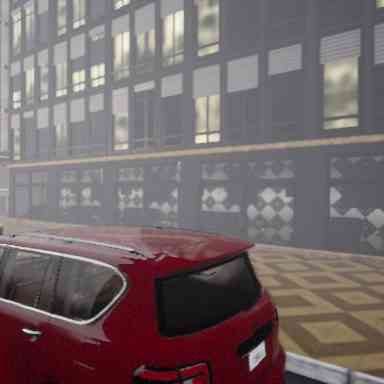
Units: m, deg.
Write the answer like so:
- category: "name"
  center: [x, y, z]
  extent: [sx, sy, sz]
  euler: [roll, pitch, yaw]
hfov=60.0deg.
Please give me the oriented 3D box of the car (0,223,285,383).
- category: "car"
  center: [-1.456, 1.313, 3.898]
  extent: [5.009, 1.841, 2.192]
  euler: [0, 0, 35]
